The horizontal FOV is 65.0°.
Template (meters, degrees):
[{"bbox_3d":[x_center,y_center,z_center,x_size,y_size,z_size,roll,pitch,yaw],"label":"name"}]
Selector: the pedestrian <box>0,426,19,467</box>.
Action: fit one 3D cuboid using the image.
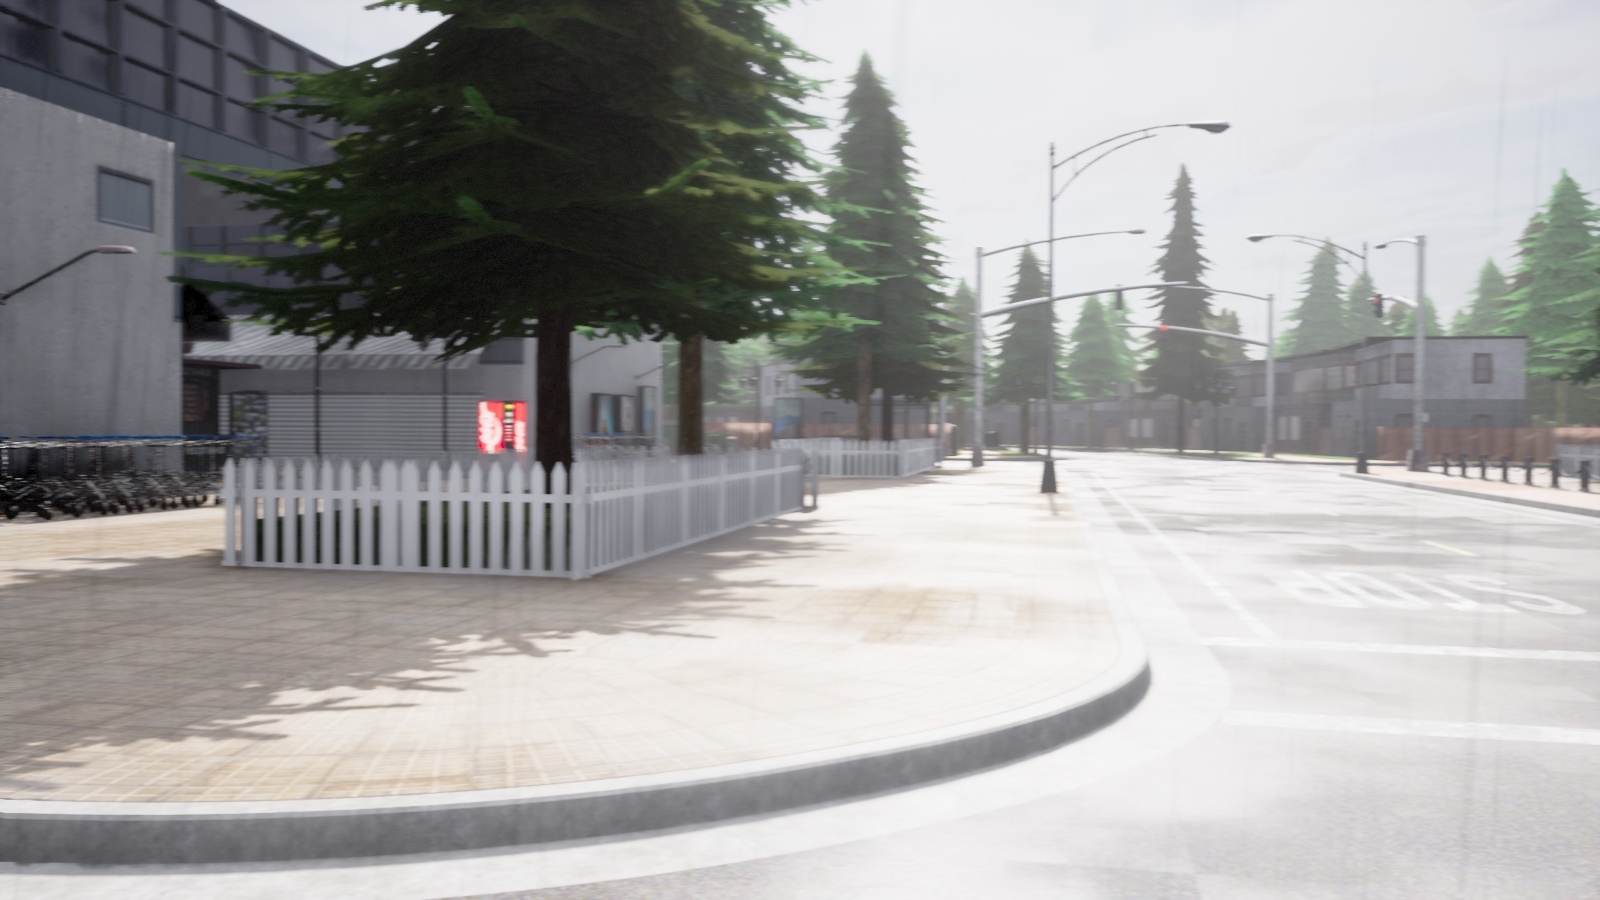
[{"bbox_3d":[-36.934,-0.172,58.432,0.849,1.883,0.563,0,1,18],"label":"pedestrian"}]
